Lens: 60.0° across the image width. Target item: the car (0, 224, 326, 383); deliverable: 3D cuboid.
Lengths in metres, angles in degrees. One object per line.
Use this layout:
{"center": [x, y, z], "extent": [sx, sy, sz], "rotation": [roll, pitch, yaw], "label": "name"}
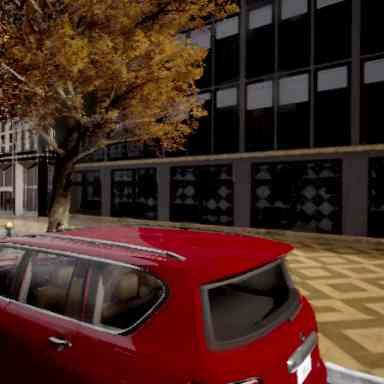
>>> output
{"center": [-1.165, 1.296, 3.706], "extent": [5.009, 1.841, 2.192], "rotation": [0, 0, 36], "label": "car"}
